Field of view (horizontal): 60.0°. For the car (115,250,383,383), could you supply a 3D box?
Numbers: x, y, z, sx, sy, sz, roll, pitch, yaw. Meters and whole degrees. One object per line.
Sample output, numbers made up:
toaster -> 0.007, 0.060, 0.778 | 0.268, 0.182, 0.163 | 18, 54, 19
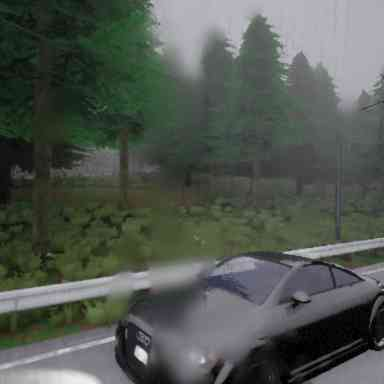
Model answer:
car -> 1.077, 1.605, 4.759 | 4.181, 1.385, 1.994 | 1, -1, -35
